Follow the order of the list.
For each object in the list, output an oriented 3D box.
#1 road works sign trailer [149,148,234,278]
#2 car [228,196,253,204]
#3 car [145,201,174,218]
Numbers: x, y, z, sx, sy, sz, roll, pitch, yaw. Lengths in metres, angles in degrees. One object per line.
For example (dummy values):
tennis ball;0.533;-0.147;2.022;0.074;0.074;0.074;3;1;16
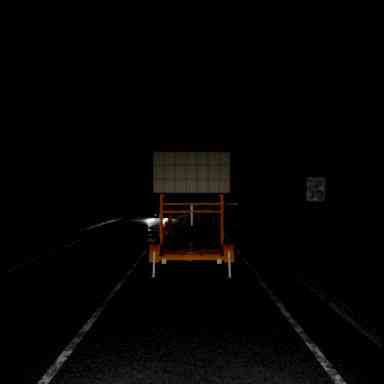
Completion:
road works sign trailer;-0.009;0.467;10.123;2.380;3.560;2.880;0;0;0
car;9.029;1.356;61.276;5.357;1.411;2.033;-1;0;-43
car;-2.846;1.559;30.653;2.033;1.411;5.357;0;0;5
